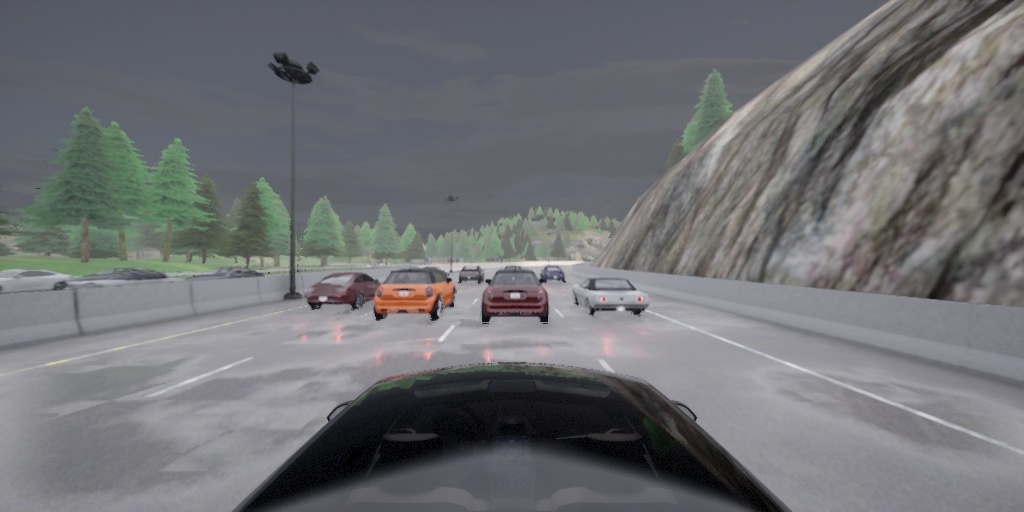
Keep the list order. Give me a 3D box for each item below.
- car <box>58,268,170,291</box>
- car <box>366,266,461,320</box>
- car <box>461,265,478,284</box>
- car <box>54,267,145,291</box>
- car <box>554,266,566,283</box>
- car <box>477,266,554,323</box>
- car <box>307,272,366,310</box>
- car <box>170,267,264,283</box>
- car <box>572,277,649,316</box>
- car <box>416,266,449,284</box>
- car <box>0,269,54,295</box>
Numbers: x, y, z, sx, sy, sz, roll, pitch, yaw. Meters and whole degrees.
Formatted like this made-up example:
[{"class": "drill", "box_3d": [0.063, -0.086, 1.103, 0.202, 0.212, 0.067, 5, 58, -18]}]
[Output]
[{"class": "car", "box_3d": [-21.104, 1.537, 19.873, 1.895, 1.301, 4.718, 0, -1, 0]}, {"class": "car", "box_3d": [-3.403, 1.223, 13.420, 2.097, 1.767, 4.553, 0, -1, 0]}, {"class": "car", "box_3d": [-3.407, 1.542, 30.863, 2.128, 1.511, 4.902, 0, -1, 0]}, {"class": "car", "box_3d": [-24.599, 1.457, 22.657, 2.128, 1.511, 4.902, 0, -1, 0]}, {"class": "car", "box_3d": [3.583, 1.587, 31.908, 1.812, 1.442, 4.674, 0, -1, 0]}, {"class": "car", "box_3d": [0.097, 1.217, 12.773, 2.097, 1.767, 4.553, 0, -1, 0]}, {"class": "car", "box_3d": [-6.904, 1.417, 15.407, 1.812, 1.442, 4.674, 0, -1, 0]}, {"class": "car", "box_3d": [-17.599, 1.452, 22.164, 2.128, 1.511, 4.902, 0, -1, 0]}, {"class": "car", "box_3d": [3.596, 1.478, 14.050, 1.895, 1.301, 4.718, 0, -1, 0]}, {"class": "car", "box_3d": [-6.904, 1.621, 31.535, 1.994, 1.385, 4.181, 0, -1, 0]}, {"class": "car", "box_3d": [-28.096, 1.467, 20.367, 1.812, 1.442, 4.674, 0, -1, 0]}]
